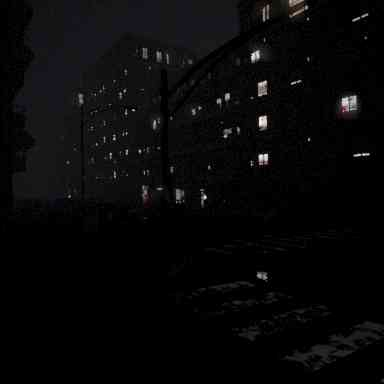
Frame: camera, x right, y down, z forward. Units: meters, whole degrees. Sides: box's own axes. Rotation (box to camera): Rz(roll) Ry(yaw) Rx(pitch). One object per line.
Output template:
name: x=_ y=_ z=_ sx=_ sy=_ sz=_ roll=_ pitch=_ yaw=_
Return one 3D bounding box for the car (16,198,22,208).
car: x=-25.153 y=1.770 z=50.954 sx=1.947 sy=1.339 sz=4.313 roll=-1 pitch=1 yaw=-36

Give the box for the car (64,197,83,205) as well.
car: x=-21.558 y=1.645 z=60.330 sx=2.008 sy=1.369 sz=4.403 roll=-1 pitch=1 yaw=-36

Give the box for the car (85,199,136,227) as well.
car: x=-5.836 y=1.553 z=23.947 sx=1.967 sy=1.590 sz=4.097 roll=-1 pitch=1 yaw=-36

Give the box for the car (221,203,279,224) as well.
car: x=4.102 y=1.498 z=24.459 sx=1.752 sy=1.417 sz=4.829 roll=-1 pitch=1 yaw=-36

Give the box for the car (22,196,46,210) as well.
car: x=-21.935 y=1.628 z=46.452 sx=1.967 sy=1.590 sz=4.097 roll=-1 pitch=1 yaw=-36

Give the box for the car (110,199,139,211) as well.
car: x=-8.678 y=1.582 z=42.325 sx=2.008 sy=1.369 sz=4.403 roll=-1 pitch=1 yaw=-36

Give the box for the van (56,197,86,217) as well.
van: x=-12.277 y=1.483 z=32.947 sx=1.690 sy=1.788 sz=3.998 roll=-1 pitch=1 yaw=-36

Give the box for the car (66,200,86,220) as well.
car: x=-8.955 y=1.652 z=28.310 sx=1.752 sy=1.417 sz=4.829 roll=-1 pitch=1 yaw=-36

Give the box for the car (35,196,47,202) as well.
car: x=-37.657 y=1.728 z=82.836 sx=1.887 sy=1.381 sz=4.507 roll=-1 pitch=1 yaw=-36

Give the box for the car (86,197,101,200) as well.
car: x=-15.120 y=1.502 z=51.326 sx=1.967 sy=1.590 sz=4.097 roll=-1 pitch=1 yaw=-36

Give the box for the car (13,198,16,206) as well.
car: x=-31.593 y=1.783 z=59.956 sx=1.887 sy=1.381 sz=4.507 roll=-1 pitch=1 yaw=-36

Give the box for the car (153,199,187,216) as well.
car: x=-2.240 y=1.441 z=33.322 sx=1.967 sy=1.590 sz=4.097 roll=-1 pitch=1 yaw=-36

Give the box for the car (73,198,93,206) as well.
car: x=-18.338 y=1.644 z=55.828 sx=1.947 sy=1.339 sz=4.313 roll=-1 pitch=1 yaw=-36
